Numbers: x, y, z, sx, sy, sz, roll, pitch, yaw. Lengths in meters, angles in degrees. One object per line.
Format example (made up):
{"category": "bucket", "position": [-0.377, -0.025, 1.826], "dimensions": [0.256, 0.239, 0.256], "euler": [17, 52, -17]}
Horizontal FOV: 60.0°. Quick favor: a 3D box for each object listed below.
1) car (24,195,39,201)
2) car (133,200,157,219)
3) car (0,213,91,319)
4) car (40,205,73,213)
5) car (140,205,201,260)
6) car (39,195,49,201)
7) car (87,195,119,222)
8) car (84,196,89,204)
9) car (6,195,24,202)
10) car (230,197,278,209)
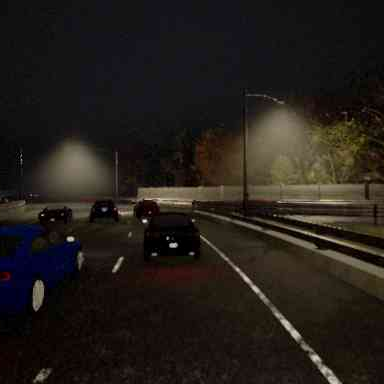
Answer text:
{"category": "car", "position": [-40.436, 1.511, 81.586], "dimensions": [5.357, 1.411, 2.033], "euler": [0, 0, 40]}
{"category": "car", "position": [-3.988, 1.472, 28.942], "dimensions": [1.882, 1.535, 5.008], "euler": [0, 0, -15]}
{"category": "car", "position": [-3.875, 1.489, 7.463], "dimensions": [1.882, 1.535, 5.008], "euler": [0, 0, -4]}
{"category": "car", "position": [-10.157, 1.626, 25.128], "dimensions": [1.895, 1.301, 4.718], "euler": [0, 0, -14]}
{"category": "car", "position": [-0.851, 1.471, 12.583], "dimensions": [1.882, 1.535, 5.008], "euler": [0, 0, -7]}
{"category": "car", "position": [-38.115, 1.482, 84.206], "dimensions": [4.902, 1.511, 2.128], "euler": [0, 0, 40]}
{"category": "car", "position": [-7.046, 1.362, 26.786], "dimensions": [2.097, 1.767, 4.553], "euler": [0, 0, -15]}
{"category": "car", "position": [-18.421, 1.369, 61.303], "dimensions": [1.882, 1.535, 5.008], "euler": [0, 0, -32]}
{"category": "car", "position": [-42.756, 1.525, 78.966], "dimensions": [5.357, 1.411, 2.033], "euler": [0, 0, 40]}
{"category": "car", "position": [5.681, 1.285, 31.833], "dimensions": [5.008, 1.535, 1.882], "euler": [0, 0, 39]}
